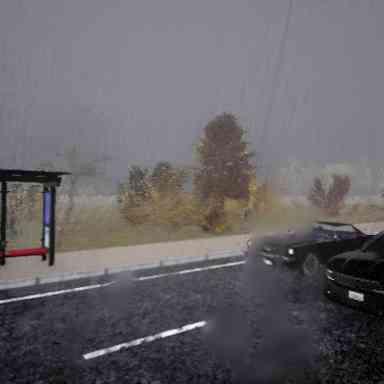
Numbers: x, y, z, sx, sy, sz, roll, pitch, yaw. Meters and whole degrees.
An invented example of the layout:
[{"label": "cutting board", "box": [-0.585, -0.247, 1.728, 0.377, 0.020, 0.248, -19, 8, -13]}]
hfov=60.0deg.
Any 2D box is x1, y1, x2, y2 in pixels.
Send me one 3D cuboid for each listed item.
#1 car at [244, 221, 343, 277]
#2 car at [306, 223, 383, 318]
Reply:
[{"label": "car", "box": [3.886, 1.611, 10.351, 4.718, 1.301, 1.895, 0, 0, -35]}, {"label": "car", "box": [4.828, 1.489, 7.044, 5.008, 1.535, 1.882, 0, 0, -35]}]
